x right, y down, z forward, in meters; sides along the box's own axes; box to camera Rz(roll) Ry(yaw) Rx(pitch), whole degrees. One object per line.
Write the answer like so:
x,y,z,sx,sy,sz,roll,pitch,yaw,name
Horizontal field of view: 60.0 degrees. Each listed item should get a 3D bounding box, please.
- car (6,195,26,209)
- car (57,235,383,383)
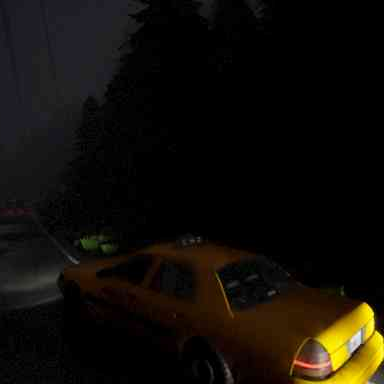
-21.192,1.149,39.990,2.128,1.511,4.902,-2,2,-27,car
-0.233,1.426,5.052,5.366,1.575,1.801,1,1,44,car
